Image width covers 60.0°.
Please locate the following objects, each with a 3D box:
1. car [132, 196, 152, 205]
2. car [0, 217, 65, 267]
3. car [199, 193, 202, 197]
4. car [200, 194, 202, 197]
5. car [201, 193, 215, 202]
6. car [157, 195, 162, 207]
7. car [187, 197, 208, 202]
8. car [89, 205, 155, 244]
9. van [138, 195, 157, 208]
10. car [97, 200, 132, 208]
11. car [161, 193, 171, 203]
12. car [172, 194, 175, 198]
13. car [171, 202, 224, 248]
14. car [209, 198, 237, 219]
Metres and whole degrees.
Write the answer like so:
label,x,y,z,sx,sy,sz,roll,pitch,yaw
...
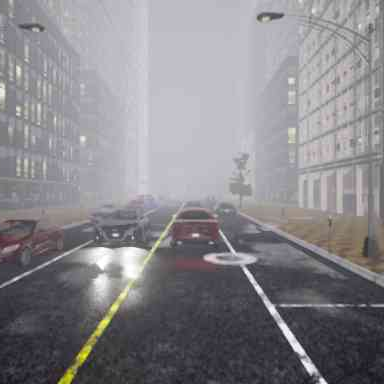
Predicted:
label,x,y,z,sx,sy,sz,roll,pitch,yaw
car,-5.599,1.418,33.905,1.887,1.381,4.507,0,0,0
car,-5.660,1.540,11.135,1.802,1.307,4.206,0,0,0
car,2.873,1.265,68.191,1.752,1.417,4.829,0,0,0
car,2.857,1.346,62.329,1.802,1.307,4.206,0,0,0
car,2.828,1.251,50.944,1.967,1.590,4.097,0,0,0
car,-5.569,1.411,45.290,1.802,1.307,4.206,0,0,0
car,0.182,1.448,31.836,1.994,1.385,4.181,0,0,0
car,-3.057,1.508,15.247,1.994,1.385,4.181,0,0,0
van,-5.583,1.193,39.597,1.690,1.788,3.998,0,0,0
car,-5.630,1.467,22.520,2.008,1.369,4.403,0,0,0
car,-5.523,1.200,62.364,1.967,1.590,4.097,0,0,0
car,-5.493,1.277,73.750,1.947,1.339,4.313,0,0,0
car,0.136,1.426,14.629,1.882,1.535,5.008,0,0,0
car,2.766,1.466,28.178,1.947,1.339,4.313,0,0,0
